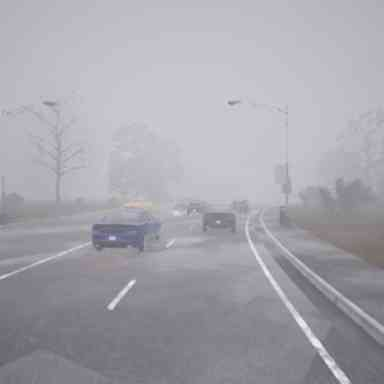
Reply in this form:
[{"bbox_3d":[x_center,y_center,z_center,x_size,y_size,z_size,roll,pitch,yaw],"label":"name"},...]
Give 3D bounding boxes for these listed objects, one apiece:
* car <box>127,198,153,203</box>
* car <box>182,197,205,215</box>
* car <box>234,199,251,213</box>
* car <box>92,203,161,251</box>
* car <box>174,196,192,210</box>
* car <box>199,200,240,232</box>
[{"bbox_3d":[-5.866,1.449,36.548,1.882,1.535,5.008,0,0,14],"label":"car"},{"bbox_3d":[0.774,1.505,33.470,1.837,1.490,4.892,0,0,13],"label":"car"},{"bbox_3d":[5.559,1.512,37.967,2.128,1.511,4.902,0,0,15],"label":"car"},{"bbox_3d":[-2.561,1.470,14.099,1.882,1.535,5.008,0,0,5],"label":"car"},{"bbox_3d":[-0.712,1.341,42.055,2.097,1.767,4.553,0,0,17],"label":"car"},{"bbox_3d":[1.789,1.484,20.463,1.882,1.535,5.008,0,0,8],"label":"car"}]
